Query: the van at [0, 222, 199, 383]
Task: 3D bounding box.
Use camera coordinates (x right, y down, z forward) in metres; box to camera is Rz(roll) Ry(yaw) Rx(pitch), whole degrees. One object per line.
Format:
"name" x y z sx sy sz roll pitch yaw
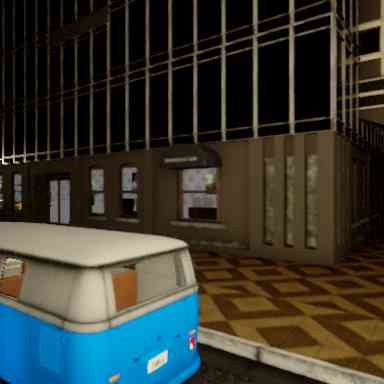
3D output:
"van" -1.826 1.341 4.178 3.998 1.788 1.690 0 0 36
